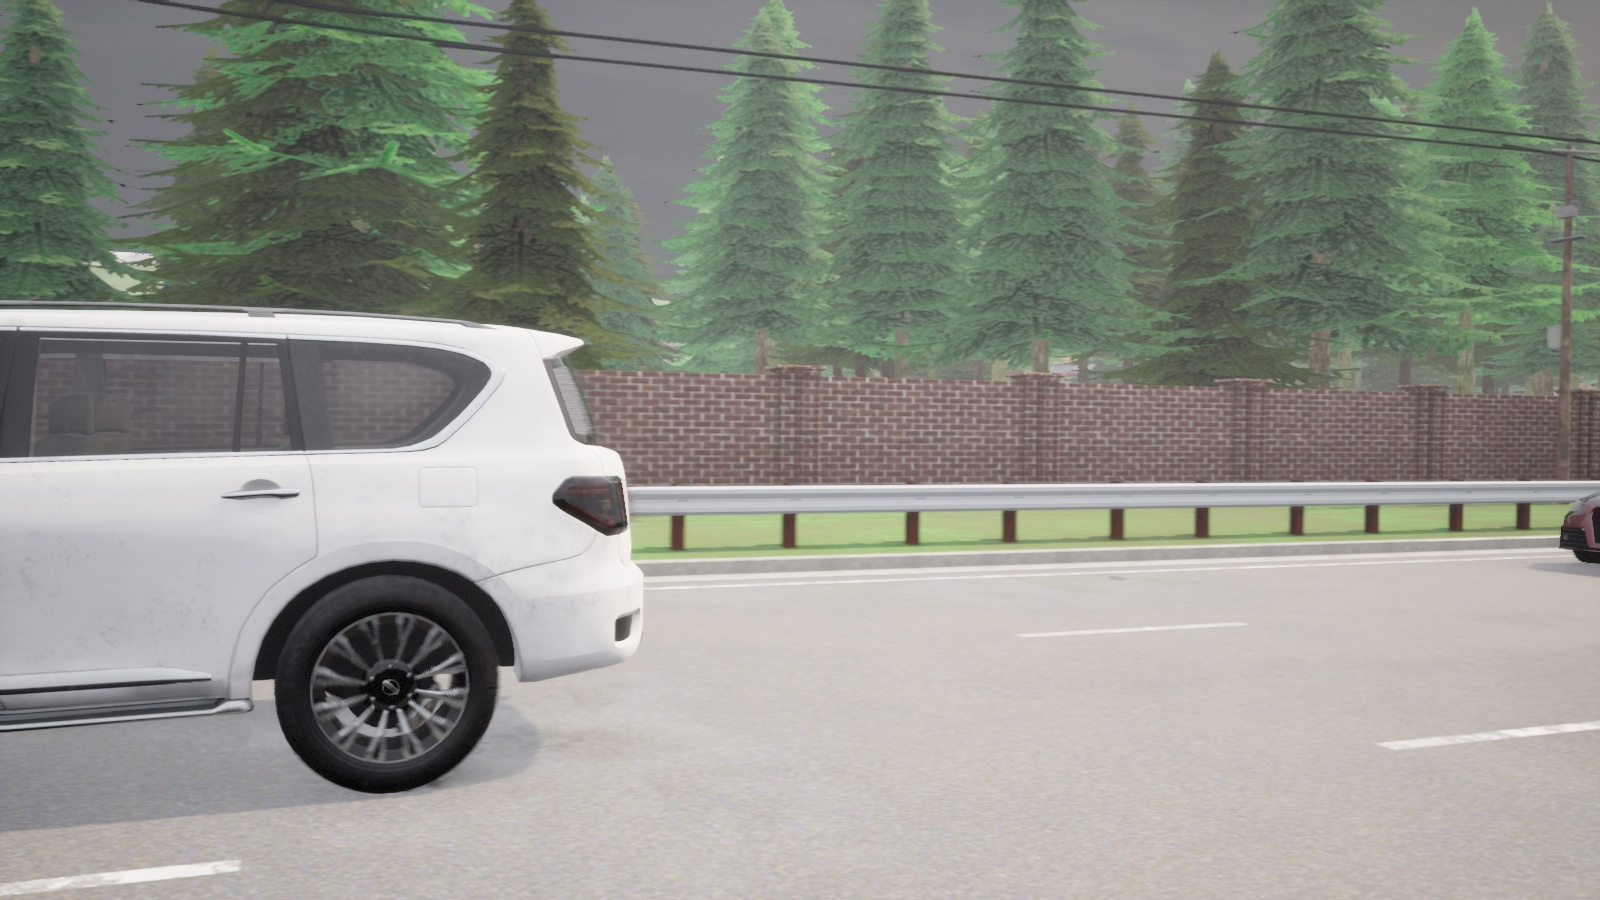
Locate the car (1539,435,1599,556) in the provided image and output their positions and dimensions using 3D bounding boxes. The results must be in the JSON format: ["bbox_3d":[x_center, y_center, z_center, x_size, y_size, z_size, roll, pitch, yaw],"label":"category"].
[{"bbox_3d":[11.248,0.496,14.998,4.181,1.385,1.994,-1,1,-21],"label":"car"}]

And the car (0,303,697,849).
[{"bbox_3d":[-3.460,0.462,5.666,5.566,2.045,2.150,-1,1,-21],"label":"car"}]
